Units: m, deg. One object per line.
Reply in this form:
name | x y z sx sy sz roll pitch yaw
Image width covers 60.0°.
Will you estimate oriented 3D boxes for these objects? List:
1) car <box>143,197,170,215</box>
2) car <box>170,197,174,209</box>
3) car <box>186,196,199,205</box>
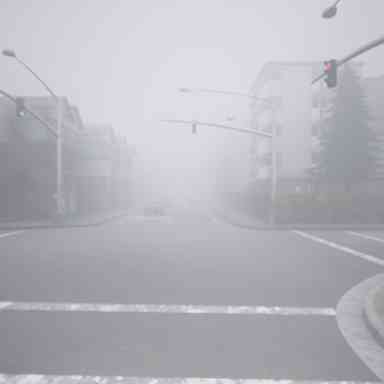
car | -3.534 1.432 32.202 1.837 1.490 4.892 0 0 0
car | -3.491 1.400 44.259 1.837 1.490 4.892 0 2 3
car | 0.083 1.426 53.958 2.033 1.411 5.357 0 0 0
